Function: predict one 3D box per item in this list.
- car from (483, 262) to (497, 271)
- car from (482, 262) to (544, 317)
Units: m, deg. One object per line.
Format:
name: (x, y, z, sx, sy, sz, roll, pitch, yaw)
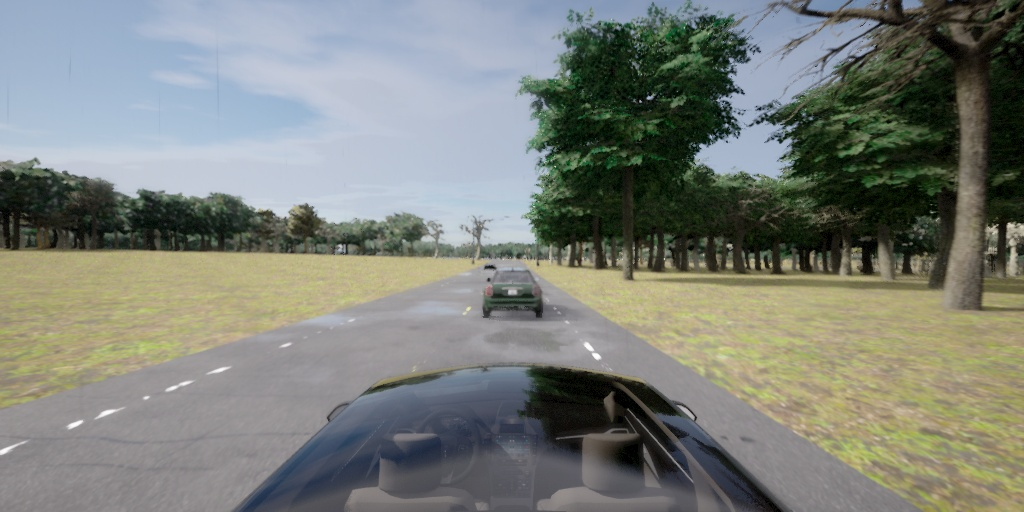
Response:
car: (-3.574, 1.667, 58.437, 1.895, 1.301, 4.718, 0, 0, 1)
car: (0.043, 1.240, 13.992, 2.097, 1.767, 4.553, 0, -1, 1)
